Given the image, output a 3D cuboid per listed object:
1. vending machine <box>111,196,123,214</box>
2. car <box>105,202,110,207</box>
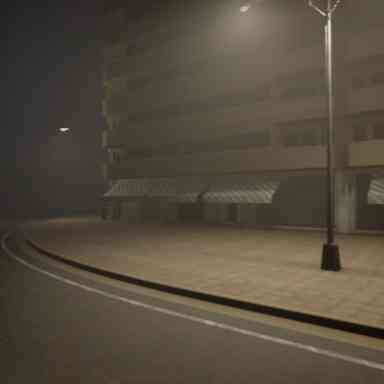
[{"bbox_3d":[-9.011,1.530,40.085,1.100,2.100,0.880,-1,0,17],"label":"vending machine"},{"bbox_3d":[-14.216,2.084,62.030,1.994,1.385,4.181,-1,0,36],"label":"car"}]
